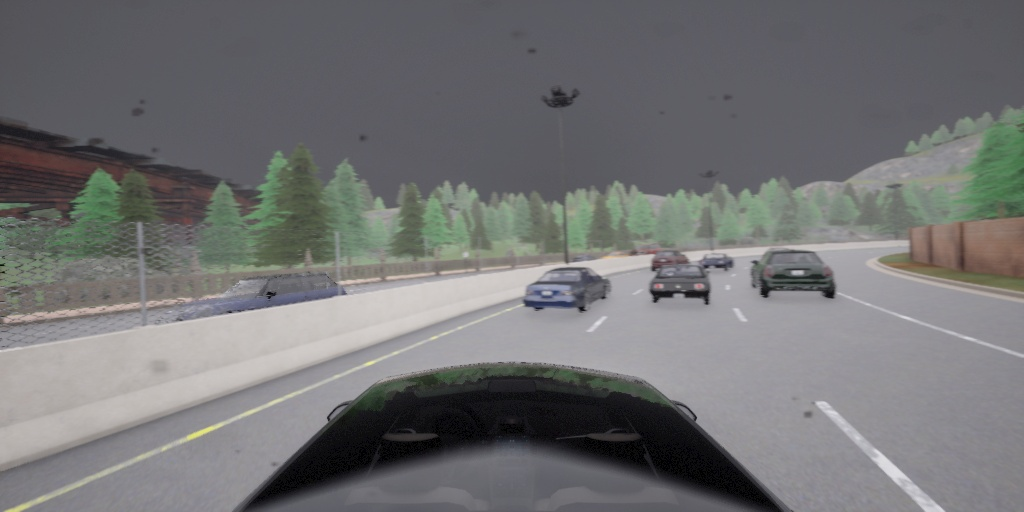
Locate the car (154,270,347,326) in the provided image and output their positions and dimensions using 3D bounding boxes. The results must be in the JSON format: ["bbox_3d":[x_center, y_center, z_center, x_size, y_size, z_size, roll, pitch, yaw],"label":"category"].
[{"bbox_3d":[-7.023,1.329,10.199,2.097,1.767,4.553,-2,1,24],"label":"car"}]

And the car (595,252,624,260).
[{"bbox_3d":[13.164,0.265,45.698,5.008,1.535,1.882,-3,0,-45],"label":"car"}]

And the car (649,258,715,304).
[{"bbox_3d":[6.513,0.961,13.700,1.895,1.301,4.718,-2,1,28],"label":"car"}]

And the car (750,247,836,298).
[{"bbox_3d":[10.723,0.527,14.026,2.097,1.767,4.553,-2,1,29],"label":"car"}]

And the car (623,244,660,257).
[{"bbox_3d":[16.417,-0.460,44.035,5.566,2.045,2.150,-3,1,-44],"label":"car"}]

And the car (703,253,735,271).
[{"bbox_3d":[15.814,0.435,27.617,1.895,1.301,4.718,-2,1,39],"label":"car"}]

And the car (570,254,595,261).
[{"bbox_3d":[9.244,0.512,46.681,1.994,1.385,4.181,-2,1,45],"label":"car"}]

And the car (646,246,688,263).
[{"bbox_3d":[13.209,0.278,29.863,2.097,1.767,4.553,-2,1,39],"label":"car"}]

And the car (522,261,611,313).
[{"bbox_3d":[2.201,1.100,13.092,2.033,1.411,5.357,-2,1,27],"label":"car"}]
